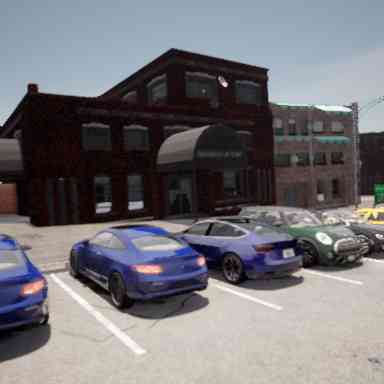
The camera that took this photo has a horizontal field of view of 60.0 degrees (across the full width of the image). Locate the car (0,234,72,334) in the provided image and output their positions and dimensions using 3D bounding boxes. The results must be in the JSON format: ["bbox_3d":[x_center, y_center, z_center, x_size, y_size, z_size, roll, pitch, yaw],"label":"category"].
[{"bbox_3d":[-3.962,1.519,6.174,2.002,1.452,4.674,0,0,-35],"label":"car"}]

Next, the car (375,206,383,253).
[{"bbox_3d":[5.603,1.423,13.003,2.231,1.521,4.892,0,0,-35],"label":"car"}]

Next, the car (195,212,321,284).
[{"bbox_3d":[0.907,1.479,9.684,2.163,1.488,4.792,0,0,-35],"label":"car"}]

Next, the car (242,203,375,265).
[{"bbox_3d":[3.297,1.310,11.391,2.185,1.767,4.553,0,0,-35],"label":"car"}]

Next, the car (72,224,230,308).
[{"bbox_3d":[-1.468,1.504,7.952,2.002,1.452,4.674,0,0,-35],"label":"car"}]
